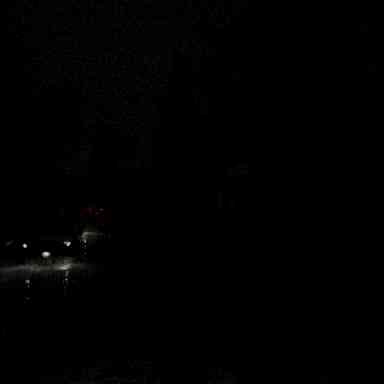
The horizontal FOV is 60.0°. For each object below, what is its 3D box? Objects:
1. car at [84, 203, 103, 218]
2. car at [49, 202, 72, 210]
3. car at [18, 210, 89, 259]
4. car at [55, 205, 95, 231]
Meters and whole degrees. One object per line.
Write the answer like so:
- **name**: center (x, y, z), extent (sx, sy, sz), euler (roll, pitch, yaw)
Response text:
- **car**: center (-10.635, 1.920, 34.635), extent (1.812, 1.442, 4.674), euler (0, -1, -33)
- **car**: center (-16.623, 1.980, 42.413), extent (2.128, 1.511, 4.902), euler (0, -1, -41)
- **car**: center (-5.525, 1.706, 13.637), extent (2.033, 1.411, 5.357), euler (0, -1, -15)
- **car**: center (-7.898, 1.822, 22.264), extent (1.994, 1.385, 4.181), euler (0, -1, -22)
